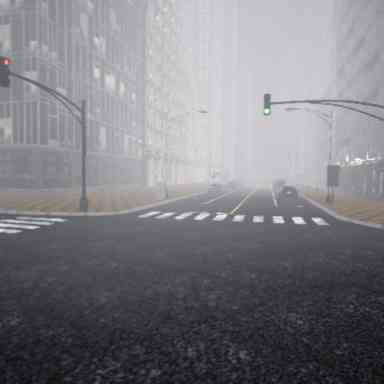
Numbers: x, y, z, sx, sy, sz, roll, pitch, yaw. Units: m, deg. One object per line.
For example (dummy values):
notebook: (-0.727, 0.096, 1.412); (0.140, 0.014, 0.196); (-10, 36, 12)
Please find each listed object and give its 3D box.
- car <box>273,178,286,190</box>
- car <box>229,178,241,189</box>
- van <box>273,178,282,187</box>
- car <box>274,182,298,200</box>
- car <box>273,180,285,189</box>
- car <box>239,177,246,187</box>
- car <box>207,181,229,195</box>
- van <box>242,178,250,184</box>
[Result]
car: (14.329, -1.235, 54.360); (2.192, 1.841, 5.009); (1, 3, 13)
car: (6.644, -1.162, 56.120); (1.947, 1.339, 4.313); (1, 3, 13)
van: (18.020, -1.974, 70.510); (1.690, 1.788, 3.998); (1, 3, 13)
car: (9.452, 0.027, 32.830); (1.947, 1.339, 4.313); (1, 3, 13)
car: (15.558, -1.365, 59.750); (1.967, 1.590, 4.097); (1, 3, 13)
car: (9.106, -1.798, 66.880); (1.967, 1.590, 4.097); (1, 3, 13)
car: (2.952, -0.387, 39.972); (1.802, 1.307, 4.206); (1, 3, 13)
van: (15.259, -3.171, 93.789); (1.690, 1.788, 3.998); (1, 3, 13)
